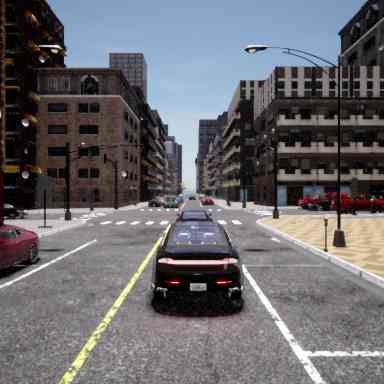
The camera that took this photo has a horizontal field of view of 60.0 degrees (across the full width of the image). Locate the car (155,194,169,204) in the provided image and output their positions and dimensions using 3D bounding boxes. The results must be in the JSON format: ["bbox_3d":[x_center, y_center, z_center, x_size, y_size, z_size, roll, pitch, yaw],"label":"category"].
[{"bbox_3d":[-5.631,1.336,62.580,2.192,1.841,5.009,0,0,0],"label":"car"}]

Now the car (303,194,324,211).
[{"bbox_3d":[14.598,1.230,34.940,4.674,1.442,1.812,-1,0,0],"label":"car"}]

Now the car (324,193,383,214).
[{"bbox_3d":[14.722,1.029,29.133,5.009,1.841,2.192,-1,1,0],"label":"car"}]

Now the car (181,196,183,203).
[{"bbox_3d":[-3.024,1.619,58.096,1.895,1.301,4.718,0,0,0],"label":"car"}]

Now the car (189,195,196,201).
[{"bbox_3d":[0.088,1.597,90.077,1.994,1.385,4.181,0,0,0],"label":"car"}]

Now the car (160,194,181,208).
[{"bbox_3d":[-3.019,1.365,48.163,2.097,1.767,4.553,0,0,0],"label":"car"}]

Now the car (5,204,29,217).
[{"bbox_3d":[-18.140,1.806,31.484,4.902,1.511,2.128,-1,0,0],"label":"car"}]

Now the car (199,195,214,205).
[{"bbox_3d":[2.744,1.458,56.892,1.967,1.590,4.097,0,0,0],"label":"car"}]

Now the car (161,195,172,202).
[{"bbox_3d":[-5.619,1.470,73.945,1.967,1.590,4.097,0,0,0],"label":"car"}]

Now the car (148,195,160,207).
[{"bbox_3d":[-5.641,1.580,51.215,1.947,1.339,4.313,0,0,0],"label":"car"}]

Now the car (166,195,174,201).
[{"bbox_3d":[-5.608,1.480,85.311,1.967,1.590,4.097,0,0,0],"label":"car"}]

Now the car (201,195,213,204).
[{"bbox_3d":[2.750,1.461,62.574,1.967,1.590,4.097,0,0,0],"label":"car"}]

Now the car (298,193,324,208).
[{"bbox_3d":[14.595,1.015,37.511,5.009,1.841,2.192,-1,1,0],"label":"car"}]

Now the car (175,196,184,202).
[{"bbox_3d":[-2.924,1.571,79.032,2.033,1.411,5.357,0,0,0],"label":"car"}]

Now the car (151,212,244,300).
[{"bbox_3d":[0.110,1.491,8.399,2.128,1.511,4.902,0,0,0],"label":"car"}]

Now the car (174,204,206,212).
[{"bbox_3d":[0.116,1.564,17.282,1.994,1.385,4.181,0,0,0],"label":"car"}]

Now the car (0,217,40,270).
[{"bbox_3d":[-5.733,1.582,9.192,1.802,1.307,4.206,0,0,0],"label":"car"}]
